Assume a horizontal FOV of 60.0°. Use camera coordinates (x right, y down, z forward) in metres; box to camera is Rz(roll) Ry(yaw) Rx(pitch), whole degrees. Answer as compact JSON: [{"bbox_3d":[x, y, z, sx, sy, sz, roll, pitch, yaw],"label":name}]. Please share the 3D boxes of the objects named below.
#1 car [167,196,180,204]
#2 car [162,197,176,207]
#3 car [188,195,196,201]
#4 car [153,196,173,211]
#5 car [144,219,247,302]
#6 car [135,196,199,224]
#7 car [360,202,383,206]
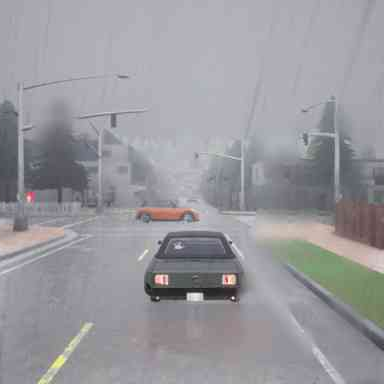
[{"bbox_3d":[-3.507,1.491,62.563,2.128,1.511,4.902,0,0,0],"label":"car"},{"bbox_3d":[-3.551,1.526,52.229,1.812,1.442,4.674,0,0,0],"label":"car"},{"bbox_3d":[0.067,1.478,81.475,1.882,1.535,5.008,0,0,0],"label":"car"},{"bbox_3d":[-3.564,1.352,41.994,2.097,1.767,4.553,0,0,0],"label":"car"},{"bbox_3d":[0.075,1.601,8.208,1.895,1.301,4.718,0,0,0],"label":"car"},{"bbox_3d":[-1.772,1.351,24.187,4.553,1.767,2.097,0,0,-4],"label":"car"},{"bbox_3d":[15.323,1.582,29.261,4.718,1.301,1.895,0,0,-8],"label":"car"}]
